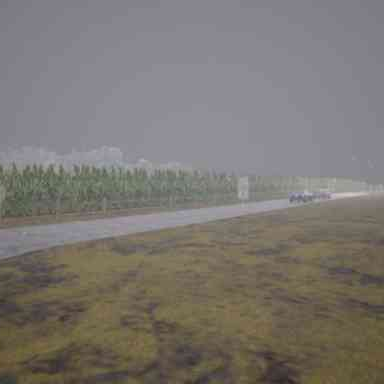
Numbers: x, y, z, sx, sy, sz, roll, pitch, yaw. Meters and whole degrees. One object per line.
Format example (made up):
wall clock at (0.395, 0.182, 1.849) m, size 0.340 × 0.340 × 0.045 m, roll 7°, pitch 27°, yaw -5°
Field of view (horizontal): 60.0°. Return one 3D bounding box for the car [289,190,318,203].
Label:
car at (14.650, 0.449, 44.155) m, size 2.097 × 1.767 × 4.553 m, roll 1°, pitch 2°, yaw 36°

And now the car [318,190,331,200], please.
car at (20.527, 0.357, 52.408) m, size 2.128 × 1.511 × 4.902 m, roll 1°, pitch 2°, yaw 36°
